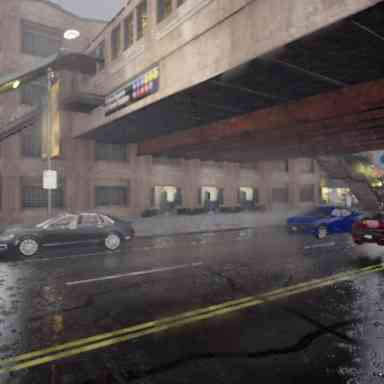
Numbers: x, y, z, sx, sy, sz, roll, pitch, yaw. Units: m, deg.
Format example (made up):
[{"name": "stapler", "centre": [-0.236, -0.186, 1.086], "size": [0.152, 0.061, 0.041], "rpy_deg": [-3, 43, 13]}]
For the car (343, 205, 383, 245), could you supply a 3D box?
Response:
[{"name": "car", "centre": [9.029, 1.504, 14.638], "size": [5.008, 1.535, 1.882], "rpy_deg": [0, 0, -35]}]

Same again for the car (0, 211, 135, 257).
[{"name": "car", "centre": [-4.648, 1.487, 12.844], "size": [4.892, 1.521, 2.231], "rpy_deg": [0, 0, -26]}]

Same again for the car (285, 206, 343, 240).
[{"name": "car", "centre": [6.995, 1.504, 17.486], "size": [5.008, 1.535, 1.882], "rpy_deg": [0, 0, -35]}]
